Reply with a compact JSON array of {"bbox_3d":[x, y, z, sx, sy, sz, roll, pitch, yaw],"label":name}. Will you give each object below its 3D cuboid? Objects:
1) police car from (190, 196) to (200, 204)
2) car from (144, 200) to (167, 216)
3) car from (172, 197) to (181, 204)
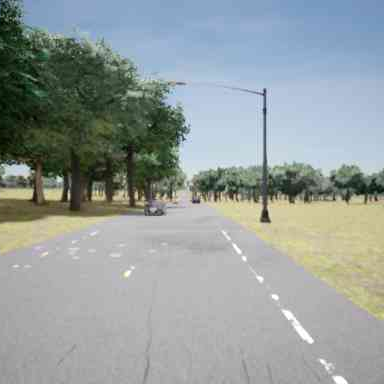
[{"bbox_3d":[1.057,2.022,80.504,1.930,1.638,5.238,0,-1,0],"label":"police car"},{"bbox_3d":[-3.591,1.520,33.133,2.128,1.511,4.902,0,0,0],"label":"car"},{"bbox_3d":[-3.494,1.898,73.614,1.882,1.535,5.008,0,-1,0],"label":"car"}]
